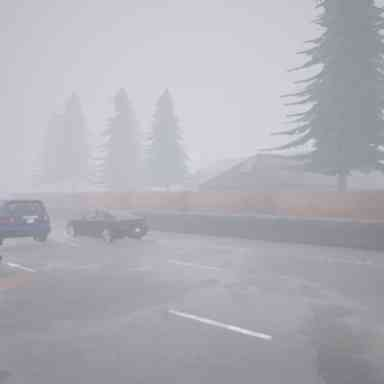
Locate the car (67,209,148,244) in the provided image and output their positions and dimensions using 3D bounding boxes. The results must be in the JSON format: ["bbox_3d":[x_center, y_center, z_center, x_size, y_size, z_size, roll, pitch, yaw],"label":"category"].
[{"bbox_3d":[-4.317,1.576,16.570,5.008,1.535,1.882,0,0,41],"label":"car"}]

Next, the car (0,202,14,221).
[{"bbox_3d":[-18.004,1.699,30.186,2.128,1.511,4.902,0,0,-42],"label":"car"}]

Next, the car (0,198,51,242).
[{"bbox_3d":[-8.826,1.329,15.868,5.566,2.045,2.150,0,0,42],"label":"car"}]

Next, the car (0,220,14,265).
[{"bbox_3d":[-7.716,1.623,10.223,5.357,1.411,2.033,0,0,40],"label":"car"}]
